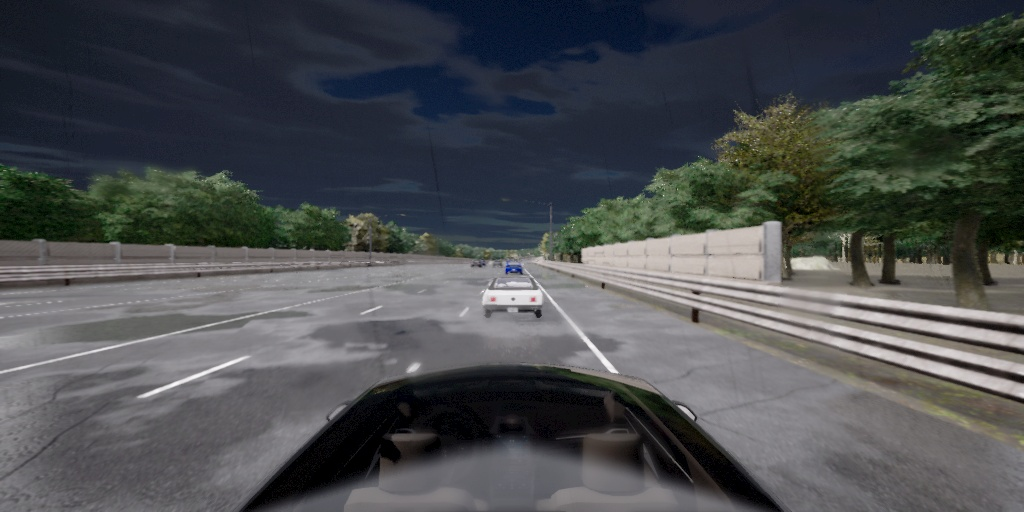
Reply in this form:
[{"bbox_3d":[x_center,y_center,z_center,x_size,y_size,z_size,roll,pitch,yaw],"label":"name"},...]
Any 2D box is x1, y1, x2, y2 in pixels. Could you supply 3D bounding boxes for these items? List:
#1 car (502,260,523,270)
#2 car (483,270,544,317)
[{"bbox_3d":[0.206,1.318,40.395,1.882,1.535,5.008,0,0,0],"label":"car"},{"bbox_3d":[0.048,1.359,13.135,1.895,1.301,4.718,0,0,0],"label":"car"}]
